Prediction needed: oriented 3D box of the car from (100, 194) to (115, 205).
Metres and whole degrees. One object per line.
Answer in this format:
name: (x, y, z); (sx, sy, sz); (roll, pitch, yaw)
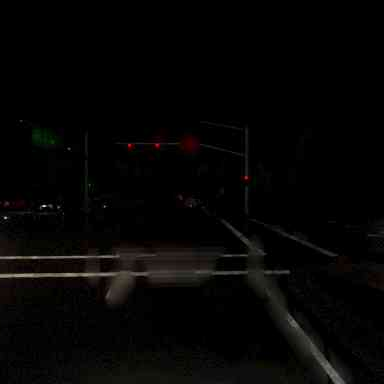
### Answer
car: (-15.230, 1.564, 57.665); (1.994, 1.385, 4.181); (0, 0, 0)

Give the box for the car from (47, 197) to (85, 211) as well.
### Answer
car: (-15.207, 1.491, 40.352); (2.128, 1.511, 4.902); (0, 0, 0)

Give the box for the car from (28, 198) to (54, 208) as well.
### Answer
car: (-22.227, 1.564, 49.040); (1.994, 1.385, 4.181); (0, 0, 0)

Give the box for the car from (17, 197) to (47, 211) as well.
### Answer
car: (-18.745, 1.547, 40.902); (2.033, 1.411, 5.357); (0, 0, 0)

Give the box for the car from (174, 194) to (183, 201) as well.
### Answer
car: (-3.469, 1.296, 84.467); (2.097, 1.767, 4.553); (0, 0, 1)

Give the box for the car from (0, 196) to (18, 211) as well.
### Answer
car: (-22.207, 1.352, 40.409); (2.097, 1.767, 4.553); (0, 0, 0)

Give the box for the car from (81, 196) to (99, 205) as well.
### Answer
car: (-18.716, 1.505, 61.088); (1.837, 1.490, 4.892); (0, 0, 0)

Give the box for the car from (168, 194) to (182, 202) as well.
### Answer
car: (-3.656, 1.551, 74.638); (1.994, 1.385, 4.181); (0, 0, 1)

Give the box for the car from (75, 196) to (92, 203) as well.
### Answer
car: (-22.179, 1.594, 68.065); (1.895, 1.301, 4.718); (0, 0, 0)

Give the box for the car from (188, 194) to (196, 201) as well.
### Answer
car: (0.031, 1.419, 84.414); (1.882, 1.535, 5.008); (0, 0, 1)

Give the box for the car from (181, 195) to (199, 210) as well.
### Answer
car: (-0.116, 1.526, 43.216); (1.812, 1.442, 4.674); (0, 0, 0)

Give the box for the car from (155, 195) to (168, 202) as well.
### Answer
car: (-7.159, 1.537, 74.218); (2.033, 1.411, 5.357); (0, 0, 1)

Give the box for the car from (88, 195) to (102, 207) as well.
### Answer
car: (-15.226, 1.564, 49.255); (1.994, 1.385, 4.181); (0, 0, 0)

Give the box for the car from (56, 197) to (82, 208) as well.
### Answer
car: (-18.731, 1.547, 50.974); (2.033, 1.411, 5.357); (0, 0, 0)

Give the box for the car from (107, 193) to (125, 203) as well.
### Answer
car: (-15.181, 1.225, 68.146); (2.150, 2.045, 5.566); (0, 0, 0)

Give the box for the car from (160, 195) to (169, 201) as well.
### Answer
car: (-6.967, 1.465, 84.580); (1.812, 1.442, 4.674); (0, 0, 1)

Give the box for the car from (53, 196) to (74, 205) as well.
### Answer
car: (-22.219, 1.526, 57.782); (1.812, 1.442, 4.674); (0, 0, 0)

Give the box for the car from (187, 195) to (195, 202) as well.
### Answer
car: (-0.159, 1.522, 74.234); (1.812, 1.442, 4.674); (0, 0, 1)
